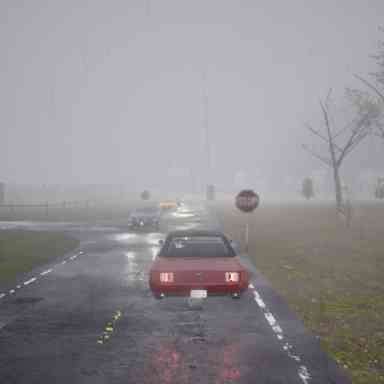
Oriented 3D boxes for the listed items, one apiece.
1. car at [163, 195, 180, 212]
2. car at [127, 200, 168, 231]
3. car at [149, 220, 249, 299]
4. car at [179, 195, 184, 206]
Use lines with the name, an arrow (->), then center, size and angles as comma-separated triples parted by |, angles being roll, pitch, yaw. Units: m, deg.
car -> -2.730, 1.486, 38.838 | 1.882, 1.535, 5.008 | 0, 0, 0
car -> -2.788, 1.511, 20.936 | 1.837, 1.490, 4.892 | 0, 0, 0
car -> 0.098, 1.604, 8.388 | 1.895, 1.301, 4.718 | 0, 0, -1
car -> -2.680, 1.509, 51.356 | 1.837, 1.490, 4.892 | 0, 1, 0
